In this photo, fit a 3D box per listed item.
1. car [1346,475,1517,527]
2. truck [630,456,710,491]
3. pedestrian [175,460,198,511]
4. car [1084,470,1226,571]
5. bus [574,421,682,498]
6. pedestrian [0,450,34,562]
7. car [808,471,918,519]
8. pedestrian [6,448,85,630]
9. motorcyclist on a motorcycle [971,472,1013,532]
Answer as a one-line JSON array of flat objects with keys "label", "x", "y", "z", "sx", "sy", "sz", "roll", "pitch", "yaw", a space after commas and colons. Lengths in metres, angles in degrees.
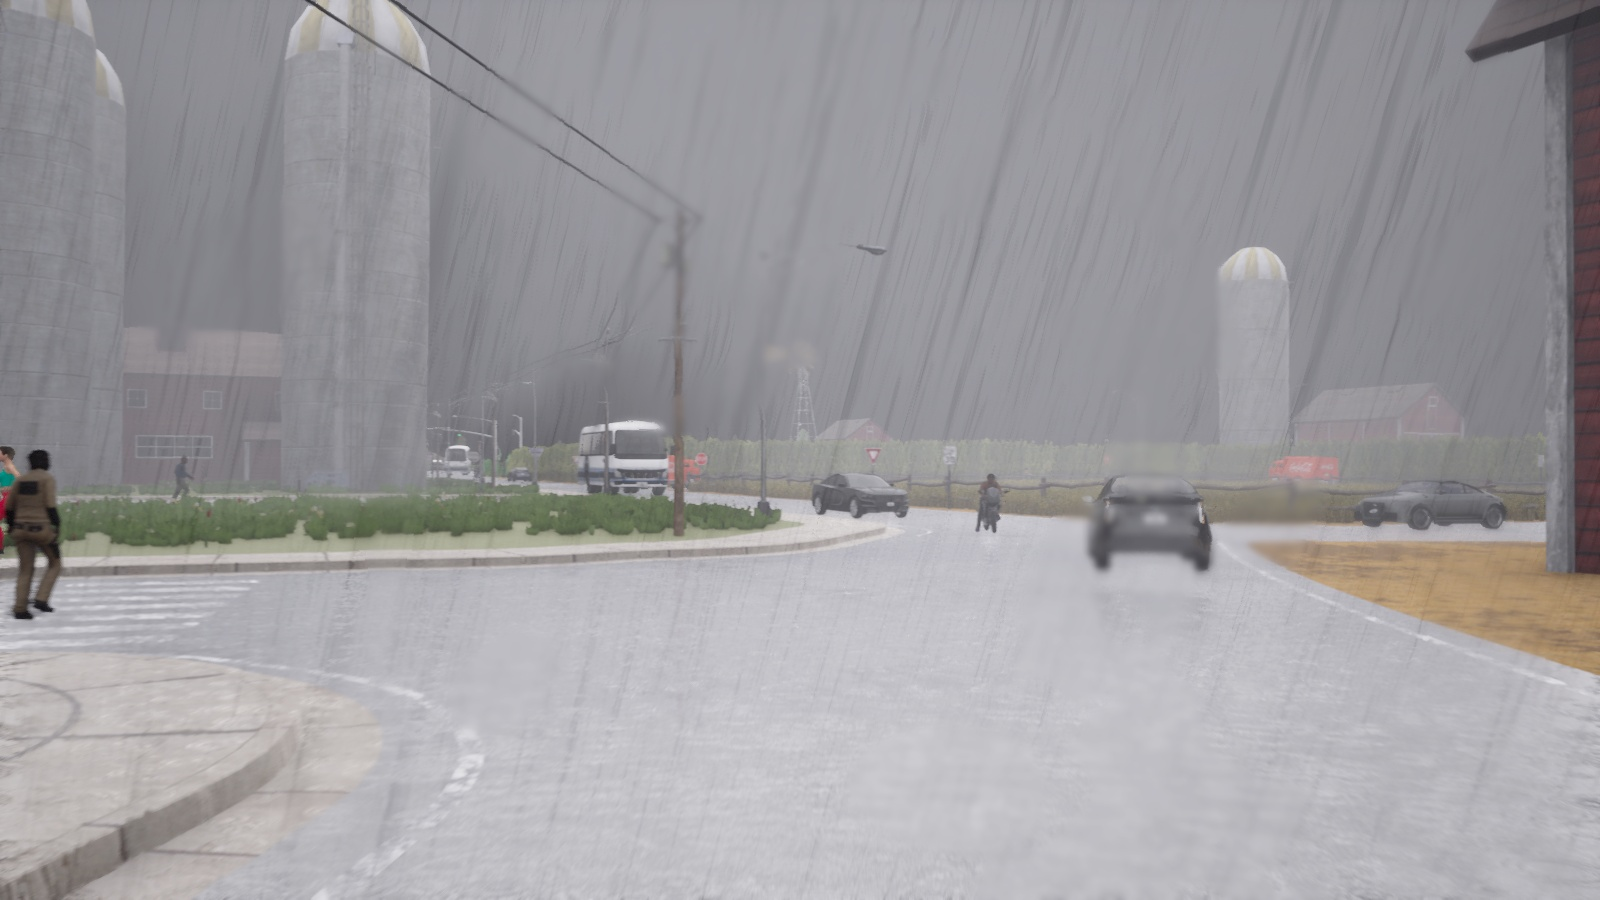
[{"label": "car", "x": 18.058, "y": 1.429, "z": 35.929, "sx": 4.181, "sy": 1.385, "sz": 1.994, "roll": 0, "pitch": -1, "yaw": -19}, {"label": "truck", "x": -9.376, "y": 1.695, "z": 90.719, "sx": 5.204, "sy": 2.467, "sz": 2.627, "roll": 1, "pitch": -1, "yaw": -40}, {"label": "pedestrian", "x": -22.317, "y": 1.287, "z": 45.669, "sx": 0.726, "sy": 1.835, "sz": 0.370, "roll": 0, "pitch": -1, "yaw": -23}, {"label": "car", "x": 5.886, "y": 1.100, "z": 21.283, "sx": 2.007, "sy": 1.525, "sz": 4.514, "roll": 0, "pitch": -1, "yaw": 12}, {"label": "bus", "x": -10.351, "y": 0.592, "z": 74.269, "sx": 3.944, "sy": 4.253, "sz": 10.273, "roll": 0, "pitch": -1, "yaw": -22}, {"label": "pedestrian", "x": -13.131, "y": 0.928, "z": 20.904, "sx": 0.594, "sy": 1.836, "sz": 0.345, "roll": 0, "pitch": -1, "yaw": -25}, {"label": "car", "x": 2.082, "y": 1.496, "z": 43.387, "sx": 1.882, "sy": 1.535, "sz": 5.008, "roll": 0, "pitch": -1, "yaw": -22}, {"label": "pedestrian", "x": -8.185, "y": 0.945, "z": 13.640, "sx": 0.396, "sy": 1.930, "sz": 0.692, "roll": 0, "pitch": -1, "yaw": 4}, {"label": "motorcyclist on a motorcycle", "x": 4.971, "y": 1.328, "z": 32.626, "sx": 0.797, "sy": 1.523, "sz": 2.044, "roll": 0, "pitch": -1, "yaw": 1}]
